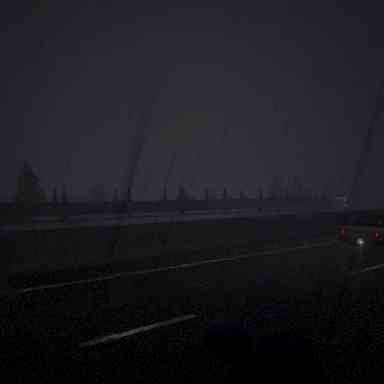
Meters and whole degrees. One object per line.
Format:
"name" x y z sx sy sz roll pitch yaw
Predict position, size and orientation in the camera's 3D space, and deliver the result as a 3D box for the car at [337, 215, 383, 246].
"car" 8.293 1.616 14.084 4.718 1.301 1.895 0 0 -35
